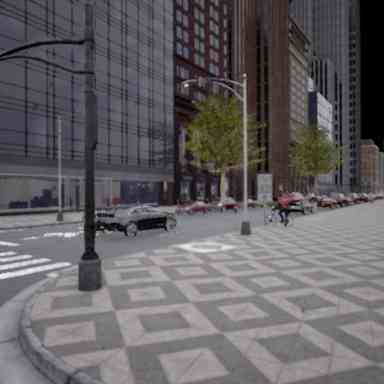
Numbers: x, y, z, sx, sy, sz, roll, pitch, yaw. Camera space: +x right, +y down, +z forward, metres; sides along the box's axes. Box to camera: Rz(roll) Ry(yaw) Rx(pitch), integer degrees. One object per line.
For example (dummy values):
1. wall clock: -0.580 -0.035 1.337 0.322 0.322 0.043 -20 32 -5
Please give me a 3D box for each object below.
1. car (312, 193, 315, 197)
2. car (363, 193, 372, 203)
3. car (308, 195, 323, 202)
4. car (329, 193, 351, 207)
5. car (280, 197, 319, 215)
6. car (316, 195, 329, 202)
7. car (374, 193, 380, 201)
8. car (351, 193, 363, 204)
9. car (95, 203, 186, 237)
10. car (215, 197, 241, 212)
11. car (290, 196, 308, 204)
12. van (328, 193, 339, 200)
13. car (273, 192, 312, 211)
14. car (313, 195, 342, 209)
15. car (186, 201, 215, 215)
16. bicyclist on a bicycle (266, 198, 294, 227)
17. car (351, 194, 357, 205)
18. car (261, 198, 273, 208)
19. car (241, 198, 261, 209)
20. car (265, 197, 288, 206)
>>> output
1. car: 22.496 1.140 64.488 2.192 1.841 5.009 0 0 35
2. car: 32.711 1.080 64.290 2.192 1.841 5.009 0 0 35
3. car: 25.696 1.382 69.133 1.947 1.339 4.313 0 0 35
4. car: 19.919 1.118 45.713 2.192 1.841 5.009 0 0 35
5. car: 10.327 1.405 31.778 1.947 1.339 4.313 0 0 35
6. car: 28.893 1.391 73.776 1.802 1.307 4.206 0 0 35
7. car: 42.304 1.340 78.222 1.802 1.307 4.206 0 0 35
8. car: 26.315 1.099 55.001 2.192 1.841 5.009 0 0 35
9. car: -2.787 1.407 17.400 2.128 1.511 4.902 0 0 35
10. car: 3.307 1.330 36.617 1.967 1.590 4.097 0 0 35
11. car: 19.299 1.379 59.842 1.887 1.381 4.507 0 0 35
12. van: 35.288 1.150 83.068 1.690 1.788 3.998 0 0 35
13. car: 11.614 1.062 38.184 2.150 2.045 5.566 0 0 35
14. car: 16.722 1.358 41.068 1.887 1.381 4.507 0 0 35
15. car: 0.110 1.488 31.972 1.802 1.307 4.206 0 0 35
16. bicyclist on a bicycle: 4.894 1.164 18.664 1.656 1.620 0.582 -1 0 35
17. car: 23.118 1.359 50.356 1.947 1.339 4.313 0 0 35
18. car: 9.608 1.390 45.766 1.752 1.417 4.829 0 0 35
19. car: 6.506 1.458 41.262 1.802 1.307 4.206 0 0 35
20. car: 12.902 1.419 50.553 1.947 1.339 4.313 0 0 35
